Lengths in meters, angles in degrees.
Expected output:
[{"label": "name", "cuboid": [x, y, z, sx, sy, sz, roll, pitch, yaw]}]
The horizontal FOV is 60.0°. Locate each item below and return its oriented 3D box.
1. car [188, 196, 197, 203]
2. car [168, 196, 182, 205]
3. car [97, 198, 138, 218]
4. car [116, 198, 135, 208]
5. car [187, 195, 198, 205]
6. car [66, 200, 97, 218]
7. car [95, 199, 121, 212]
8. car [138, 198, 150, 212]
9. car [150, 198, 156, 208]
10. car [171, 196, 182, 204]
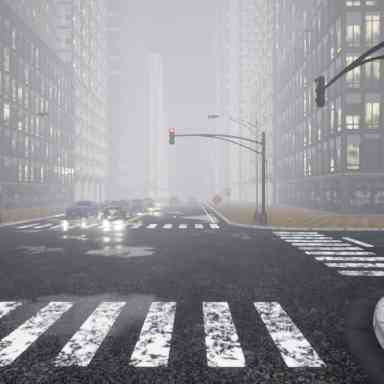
[{"label": "car", "cuboid": [0.034, 1.622, 71.325, 1.882, 1.535, 5.008, 0, 0, 0]}, {"label": "car", "cuboid": [-3.176, 1.578, 59.933, 1.882, 1.535, 5.008, 0, 0, 0]}, {"label": "car", "cuboid": [-6.614, 1.517, 30.096, 2.128, 1.511, 4.902, 0, 0, 0]}, {"label": "car", "cuboid": [-9.863, 1.631, 49.400, 1.994, 1.385, 4.181, 0, 0, 0]}, {"label": "car", "cuboid": [0.075, 1.631, 61.478, 1.812, 1.442, 4.674, 0, 0, 0]}, {"label": "car", "cuboid": [-9.868, 1.503, 30.343, 1.882, 1.535, 5.008, 0, 0, 0]}, {"label": "car", "cuboid": [-9.867, 1.606, 39.476, 1.994, 1.385, 4.181, 0, 0, 0]}, {"label": "car", "cuboid": [-6.618, 1.520, 39.623, 1.882, 1.535, 5.008, 0, 0, 0]}, {"label": "car", "cuboid": [-6.617, 1.593, 49.670, 1.812, 1.442, 4.674, 0, 0, 0]}, {"label": "car", "cuboid": [-3.191, 1.634, 70.342, 2.128, 1.511, 4.902, 0, 0, 0]}]
